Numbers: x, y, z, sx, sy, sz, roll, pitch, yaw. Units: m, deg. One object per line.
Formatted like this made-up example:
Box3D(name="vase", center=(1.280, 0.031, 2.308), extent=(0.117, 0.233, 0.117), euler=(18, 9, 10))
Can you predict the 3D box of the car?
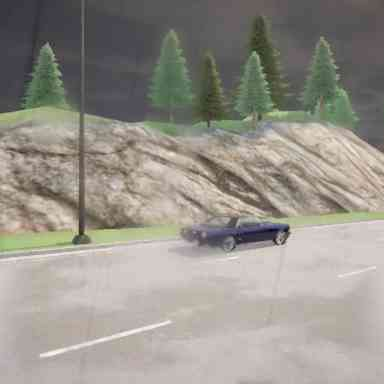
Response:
Box3D(name="car", center=(1.945, 1.600, 13.742), extent=(4.718, 1.301, 1.895), euler=(0, 0, -36))
